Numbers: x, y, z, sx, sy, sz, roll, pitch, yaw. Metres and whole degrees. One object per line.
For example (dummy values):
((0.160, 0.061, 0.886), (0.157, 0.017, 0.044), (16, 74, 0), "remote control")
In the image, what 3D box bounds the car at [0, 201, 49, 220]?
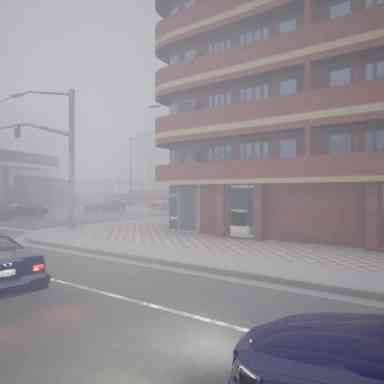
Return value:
((-14.478, 1.526, 28.007), (1.812, 1.442, 4.674), (0, 0, 34), "car")

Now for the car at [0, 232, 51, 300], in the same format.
((-5.380, 1.547, 7.717), (5.357, 1.411, 2.033), (0, 0, 38), "car")

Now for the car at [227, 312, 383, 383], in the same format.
((2.476, 1.526, 2.225), (4.674, 1.442, 1.812), (0, 0, 35), "car")

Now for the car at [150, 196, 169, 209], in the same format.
((-3.554, 1.351, 44.075), (2.097, 1.767, 4.553), (0, 0, 34), "car")

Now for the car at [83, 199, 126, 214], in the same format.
((-9.292, 1.478, 35.651), (1.882, 1.535, 5.008), (0, 0, 34), "car")
